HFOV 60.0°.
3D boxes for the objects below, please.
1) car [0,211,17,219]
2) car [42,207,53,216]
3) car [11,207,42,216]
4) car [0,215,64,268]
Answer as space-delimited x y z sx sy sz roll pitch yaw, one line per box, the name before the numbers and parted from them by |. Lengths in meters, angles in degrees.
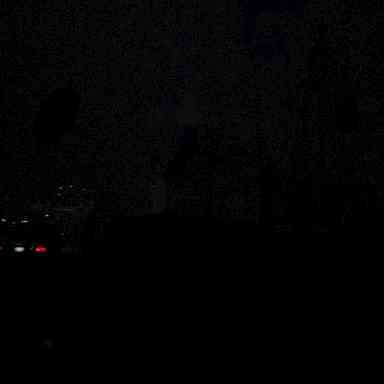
car | -9.945 1.741 15.653 1.994 1.385 4.181 5 -3 -17
car | -16.698 2.409 37.123 1.882 1.535 5.008 5 -4 -17
car | -13.036 2.005 25.415 1.837 1.490 4.892 5 -3 -17
car | -5.878 1.822 12.236 2.033 1.411 5.357 5 -3 -17
